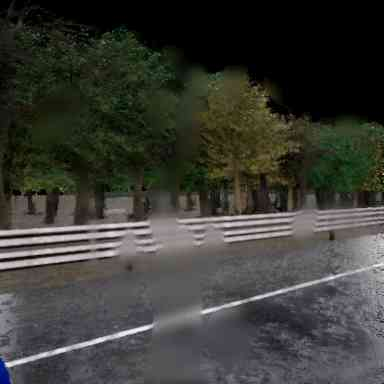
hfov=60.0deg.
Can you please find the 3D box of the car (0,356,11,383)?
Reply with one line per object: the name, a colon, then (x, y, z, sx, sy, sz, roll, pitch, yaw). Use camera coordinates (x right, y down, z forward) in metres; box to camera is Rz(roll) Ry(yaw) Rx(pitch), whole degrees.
car: (-3.492, 1.486, 1.255, 5.008, 1.535, 1.882, 0, 0, -36)
